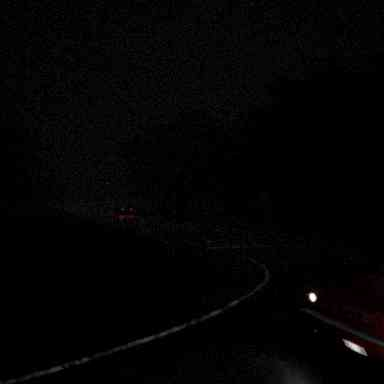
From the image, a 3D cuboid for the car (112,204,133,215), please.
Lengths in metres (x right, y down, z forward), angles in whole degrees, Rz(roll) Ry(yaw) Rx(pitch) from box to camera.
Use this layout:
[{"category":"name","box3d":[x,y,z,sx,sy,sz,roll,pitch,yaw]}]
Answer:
[{"category":"car","box3d":[-10.196,2.707,49.644,1.812,1.442,4.674,3,-3,-25]}]

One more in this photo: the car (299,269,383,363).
[{"category":"car","box3d":[3.948,1.612,5.034,4.718,1.301,1.895,1,-1,-27]}]

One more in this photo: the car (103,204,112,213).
[{"category":"car","box3d":[-14.039,2.869,57.559,1.882,1.535,5.008,3,-3,-26]}]
